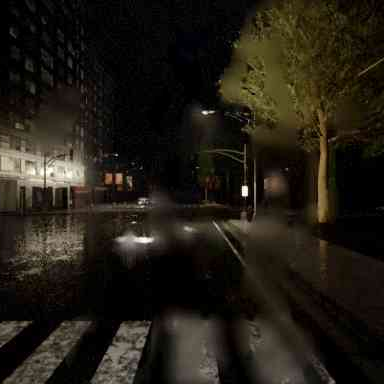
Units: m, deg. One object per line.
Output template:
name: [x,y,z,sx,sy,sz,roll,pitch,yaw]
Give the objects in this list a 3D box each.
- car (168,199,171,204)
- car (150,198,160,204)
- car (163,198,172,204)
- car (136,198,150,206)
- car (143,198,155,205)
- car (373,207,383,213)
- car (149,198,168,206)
car: [-6.314,2.039,74.300,1.882,1.535,5.008,0,-1,0]
car: [-9.536,2.267,85.456,2.033,1.411,5.357,0,-1,0]
car: [-6.288,2.311,84.625,1.895,1.301,4.718,0,-1,0]
car: [-9.627,1.922,64.617,2.128,1.511,4.902,0,-1,1]
car: [-9.563,2.110,74.913,2.033,1.411,5.357,0,-1,0]
car: [42.449,3.999,74.974,5.357,1.411,2.033,4,-3,-45]
car: [-6.378,1.975,64.351,2.033,1.411,5.357,0,-1,1]
